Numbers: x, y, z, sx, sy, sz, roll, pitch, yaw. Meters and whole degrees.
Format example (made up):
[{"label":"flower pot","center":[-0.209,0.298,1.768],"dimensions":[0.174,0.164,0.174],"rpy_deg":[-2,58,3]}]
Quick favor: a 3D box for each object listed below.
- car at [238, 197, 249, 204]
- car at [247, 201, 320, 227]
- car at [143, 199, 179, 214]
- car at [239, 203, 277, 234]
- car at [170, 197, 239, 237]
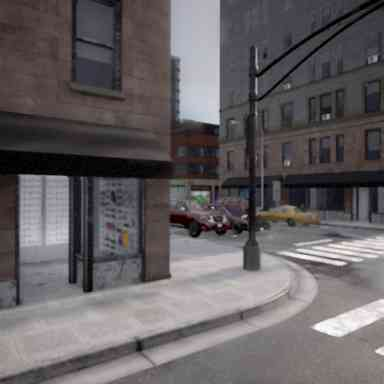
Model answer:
[{"label":"car","center":[3.125,1.327,27.313],"dimensions":[2.192,1.841,5.009],"rpy_deg":[0,0,-35]},{"label":"car","center":[6.320,1.543,22.825],"dimensions":[1.752,1.417,4.829],"rpy_deg":[0,0,-35]},{"label":"car","center":[-3.466,1.545,36.563],"dimensions":[1.887,1.381,4.507],"rpy_deg":[0,0,-35]},{"label":"car","center":[1.997,1.538,19.376],"dimensions":[2.033,1.411,5.357],"rpy_deg":[0,0,-38]},{"label":"car","center":[-0.122,1.293,18.038],"dimensions":[2.192,1.841,5.009],"rpy_deg":[0,0,-35]}]
